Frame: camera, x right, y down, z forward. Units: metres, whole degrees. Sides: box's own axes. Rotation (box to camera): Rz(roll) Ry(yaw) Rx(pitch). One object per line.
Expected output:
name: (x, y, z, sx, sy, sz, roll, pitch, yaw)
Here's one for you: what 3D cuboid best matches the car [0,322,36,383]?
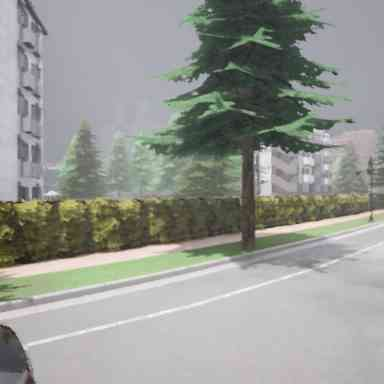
car: (-3.172, 1.599, 1.910, 4.181, 1.385, 1.994, 0, 0, -36)
